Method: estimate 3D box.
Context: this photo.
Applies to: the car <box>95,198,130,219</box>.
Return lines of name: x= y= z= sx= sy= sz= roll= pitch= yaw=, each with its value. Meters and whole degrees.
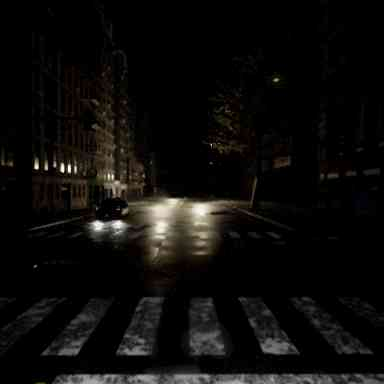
car: x=-6.647 y=1.269 z=28.125 sx=2.097 sy=1.767 sz=4.553 roll=0 pitch=0 yaw=0
